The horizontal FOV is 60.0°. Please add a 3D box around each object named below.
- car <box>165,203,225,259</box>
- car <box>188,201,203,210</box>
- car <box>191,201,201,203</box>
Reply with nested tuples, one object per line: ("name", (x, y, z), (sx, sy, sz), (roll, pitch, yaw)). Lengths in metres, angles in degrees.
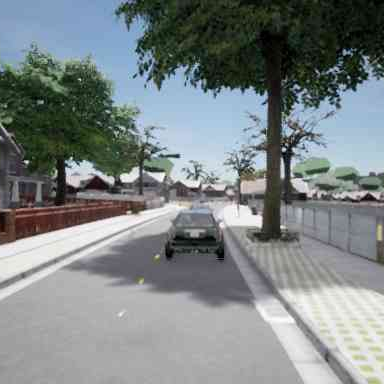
("car", (0.169, 1.488, 13.388), (2.097, 1.767, 4.553), (0, -1, 2))
("car", (0.653, 2.155, 55.170), (1.812, 1.442, 4.674), (0, -1, 8))
("car", (0.867, 1.808, 28.385), (1.837, 1.490, 4.892), (0, 0, 4))
